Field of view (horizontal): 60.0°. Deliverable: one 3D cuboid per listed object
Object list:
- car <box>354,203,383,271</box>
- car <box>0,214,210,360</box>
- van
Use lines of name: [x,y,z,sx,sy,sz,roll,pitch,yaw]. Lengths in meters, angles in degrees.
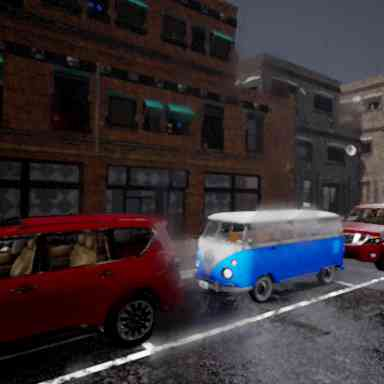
car: [6.349,1.326,11.088,5.009,1.841,2.192,0,1,-36]
car: [-2.444,1.316,4.792,5.009,1.841,2.192,0,1,-36]
van: [1.952,1.347,7.941,3.998,1.788,1.690,0,1,-36]
